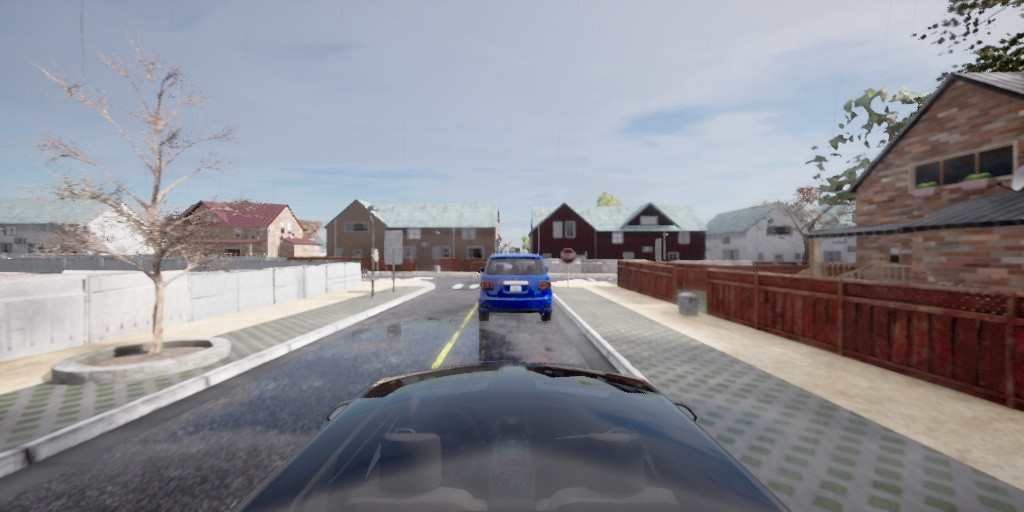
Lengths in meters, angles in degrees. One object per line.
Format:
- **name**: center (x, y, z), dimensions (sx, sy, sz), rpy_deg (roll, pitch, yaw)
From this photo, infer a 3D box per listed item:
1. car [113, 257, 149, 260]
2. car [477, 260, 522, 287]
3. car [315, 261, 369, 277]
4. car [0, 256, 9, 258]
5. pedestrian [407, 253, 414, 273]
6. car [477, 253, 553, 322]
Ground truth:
- **car**: center (-29.017, 0.836, 27.655), dimensions (4.902, 1.511, 2.128), rpy_deg (1, 0, 1)
- **car**: center (-1.015, 1.116, 24.449), dimensions (1.882, 1.535, 5.008), rpy_deg (1, 0, -16)
- **car**: center (-13.818, 1.051, 27.321), dimensions (5.357, 1.411, 2.033), rpy_deg (1, 0, 1)
- **car**: center (-44.852, 0.720, 30.900), dimensions (4.181, 1.385, 1.994), rpy_deg (1, 0, 2)
- **pedestrian**: center (-9.366, 0.653, 33.085), dimensions (0.375, 1.860, 0.375), rpy_deg (0, 0, 1)
- **car**: center (0.098, 0.924, 12.175), dimensions (2.150, 2.045, 5.566), rpy_deg (0, 1, 0)
